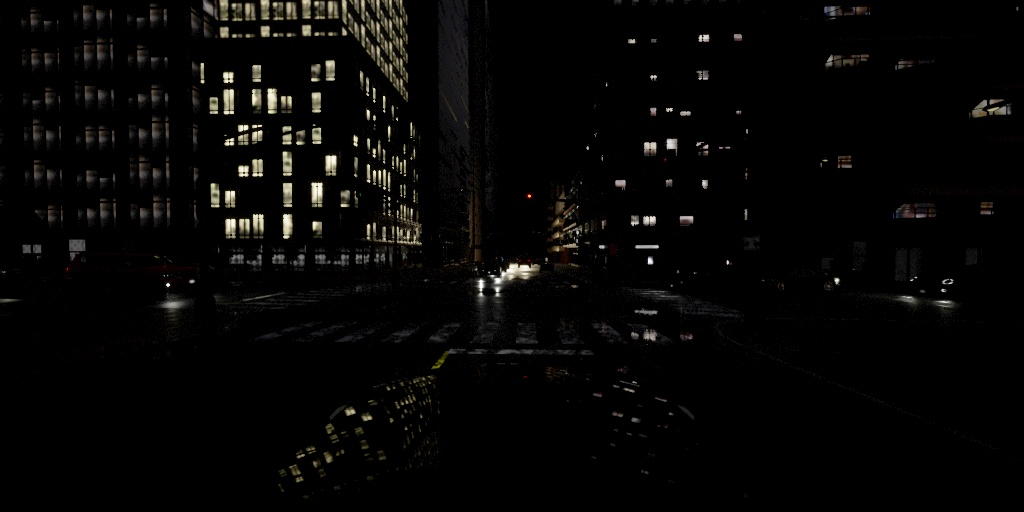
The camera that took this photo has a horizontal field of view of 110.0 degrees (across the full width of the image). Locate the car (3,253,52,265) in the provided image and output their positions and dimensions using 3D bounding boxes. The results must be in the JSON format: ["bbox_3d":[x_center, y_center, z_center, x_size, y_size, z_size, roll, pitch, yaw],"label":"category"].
[{"bbox_3d":[-32.893,0.712,23.909,5.009,1.841,2.192,0,0,3],"label":"car"}]

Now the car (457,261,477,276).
[{"bbox_3d":[-4.505,1.265,36.880,1.751,1.417,4.829,0,0,2],"label":"car"}]

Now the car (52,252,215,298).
[{"bbox_3d":[-18.151,0.846,17.378,5.566,2.045,2.150,1,1,3],"label":"car"}]

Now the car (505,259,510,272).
[{"bbox_3d":[-1.636,1.302,44.674,1.994,1.385,4.181,0,0,2],"label":"car"}]

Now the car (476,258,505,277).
[{"bbox_3d":[-1.984,1.245,34.777,1.837,1.490,4.892,0,0,2],"label":"car"}]

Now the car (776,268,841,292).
[{"bbox_3d":[16.976,1.375,21.483,4.403,1.370,2.007,0,0,3],"label":"car"}]

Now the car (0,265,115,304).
[{"bbox_3d":[-19.868,1.204,14.915,4.403,1.370,2.007,0,0,3],"label":"car"}]

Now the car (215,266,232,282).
[{"bbox_3d":[-20.960,1.029,23.292,4.829,1.417,1.751,0,0,3],"label":"car"}]

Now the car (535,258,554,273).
[{"bbox_3d":[4.072,1.288,42.411,2.007,1.370,4.403,0,0,2],"label":"car"}]

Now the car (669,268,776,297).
[{"bbox_3d":[10.937,1.343,19.190,4.674,1.442,1.812,1,1,3],"label":"car"}]

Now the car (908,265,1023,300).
[{"bbox_3d":[23.625,1.275,18.554,4.553,1.767,2.097,0,1,3],"label":"car"}]

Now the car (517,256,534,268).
[{"bbox_3d":[2.136,0.956,61.354,2.150,2.045,5.566,0,0,2],"label":"car"}]

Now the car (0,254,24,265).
[{"bbox_3d":[-28.047,0.891,17.861,4.553,1.767,2.097,1,1,3],"label":"car"}]
